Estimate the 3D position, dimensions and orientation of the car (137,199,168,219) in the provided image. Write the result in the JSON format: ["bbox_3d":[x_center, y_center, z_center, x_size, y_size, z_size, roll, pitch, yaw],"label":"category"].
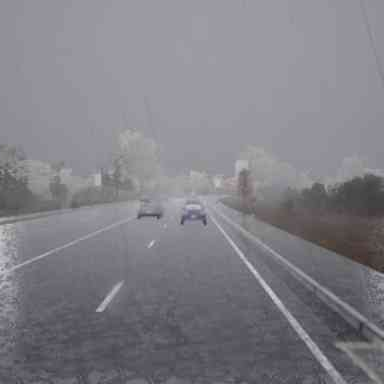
[{"bbox_3d":[-3.472,1.545,28.832,1.994,1.385,4.181,0,0,1],"label":"car"}]

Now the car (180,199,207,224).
[{"bbox_3d":[0.109,1.508,24.673,1.812,1.442,4.674,0,0,0],"label":"car"}]

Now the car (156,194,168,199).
[{"bbox_3d":[-6.106,1.282,68.598,2.097,1.767,4.553,0,0,3],"label":"car"}]

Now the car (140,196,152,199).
[{"bbox_3d":[-9.602,1.520,68.751,1.895,1.301,4.718,0,0,3],"label":"car"}]
